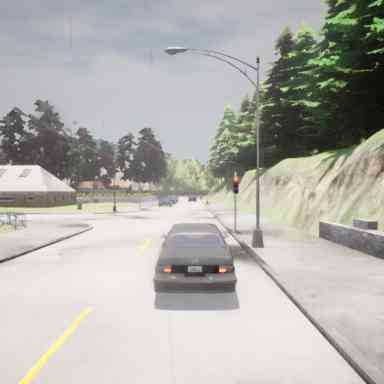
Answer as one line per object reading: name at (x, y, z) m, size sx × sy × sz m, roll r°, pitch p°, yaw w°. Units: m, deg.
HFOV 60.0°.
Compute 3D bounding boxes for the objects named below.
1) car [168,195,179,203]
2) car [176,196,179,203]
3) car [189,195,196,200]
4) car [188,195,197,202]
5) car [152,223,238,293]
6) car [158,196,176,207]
car at (-3.888, 1.525, 71.193) m, size 2.128 × 1.511 × 4.902 m, roll 0°, pitch 0°, yaw 0°
car at (-3.970, 1.477, 61.101) m, size 1.882 × 1.535 × 5.008 m, roll 0°, pitch 0°, yaw 1°
car at (0.135, 1.407, 86.088) m, size 1.812 × 1.442 × 4.674 m, roll 0°, pitch 0°, yaw 0°
car at (0.119, 1.515, 75.728) m, size 2.128 × 1.511 × 4.902 m, roll 0°, pitch 0°, yaw 0°
car at (0.073, 1.547, 8.975) m, size 2.033 × 1.411 × 5.357 m, roll 0°, pitch 0°, yaw 0°
car at (-4.015, 1.564, 51.098) m, size 1.994 × 1.385 × 4.181 m, roll 0°, pitch 0°, yaw 0°
